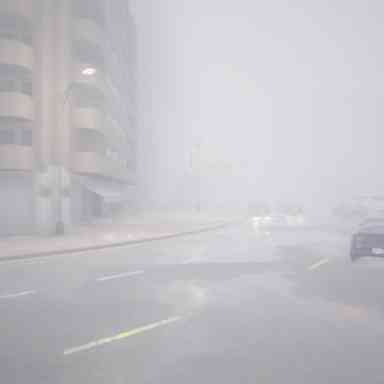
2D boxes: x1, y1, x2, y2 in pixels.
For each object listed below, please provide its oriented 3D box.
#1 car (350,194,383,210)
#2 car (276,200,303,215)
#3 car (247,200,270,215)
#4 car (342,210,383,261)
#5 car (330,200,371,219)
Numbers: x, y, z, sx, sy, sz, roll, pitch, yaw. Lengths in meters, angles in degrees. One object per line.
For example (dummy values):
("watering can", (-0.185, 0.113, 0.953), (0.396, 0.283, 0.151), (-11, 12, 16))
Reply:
("car", (18.126, 1.281, 34.749), (2.150, 2.045, 5.566), (0, -1, 0))
("car", (10.616, 1.652, 36.494), (2.128, 1.511, 4.902), (0, -1, 1))
("car", (7.119, 1.666, 35.879), (2.128, 1.511, 4.902), (0, -1, 1))
("car", (6.806, 1.561, 11.603), (1.812, 1.442, 4.674), (0, 0, 36))
("car", (13.965, 1.705, 30.032), (1.895, 1.301, 4.718), (0, 0, 7))
